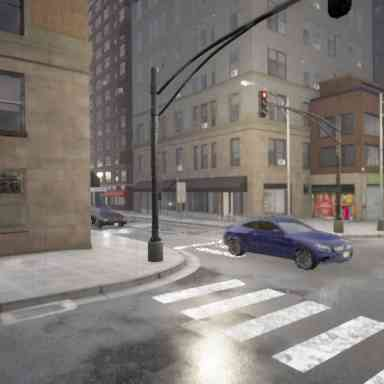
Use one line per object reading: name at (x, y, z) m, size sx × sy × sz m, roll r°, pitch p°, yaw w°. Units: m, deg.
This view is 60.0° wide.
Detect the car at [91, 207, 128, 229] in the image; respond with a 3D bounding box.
car at (-6.596, 1.764, 24.023) m, size 2.033 × 1.411 × 5.357 m, roll -1°, pitch 0°, yaw -37°

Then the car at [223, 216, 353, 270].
car at (3.015, 1.575, 11.414) m, size 1.812 × 1.442 × 4.674 m, roll 0°, pitch -1°, yaw -37°
